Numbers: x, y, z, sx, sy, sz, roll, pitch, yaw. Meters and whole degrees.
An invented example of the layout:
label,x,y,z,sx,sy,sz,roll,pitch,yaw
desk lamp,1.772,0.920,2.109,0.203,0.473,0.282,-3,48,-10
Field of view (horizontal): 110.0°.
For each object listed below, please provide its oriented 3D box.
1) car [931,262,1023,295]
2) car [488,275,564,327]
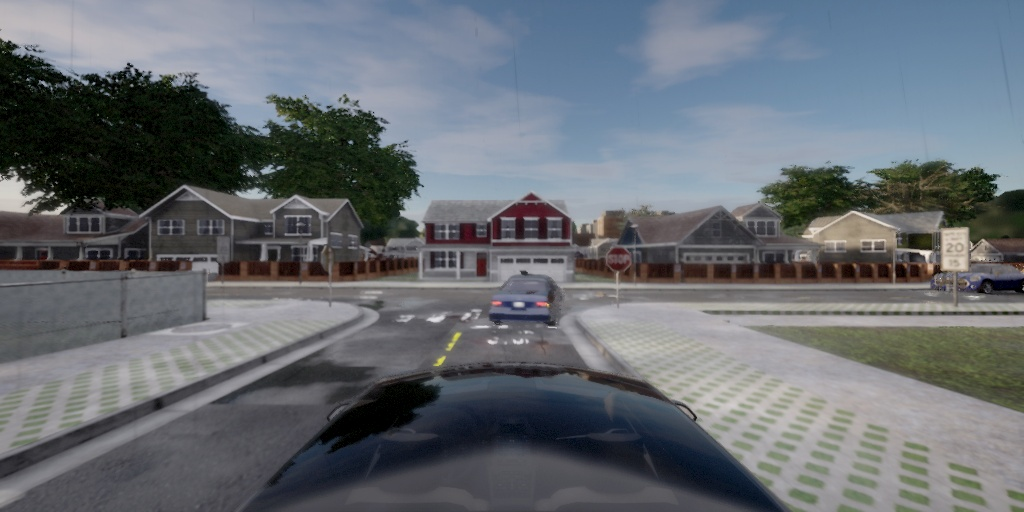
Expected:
label,x,y,z,sx,sy,sz,roll,pitch,yaw
car,27.188,1.258,20.904,4.553,1.767,2.097,0,0,-12
car,0.646,1.312,11.738,2.033,1.411,5.357,0,0,11
